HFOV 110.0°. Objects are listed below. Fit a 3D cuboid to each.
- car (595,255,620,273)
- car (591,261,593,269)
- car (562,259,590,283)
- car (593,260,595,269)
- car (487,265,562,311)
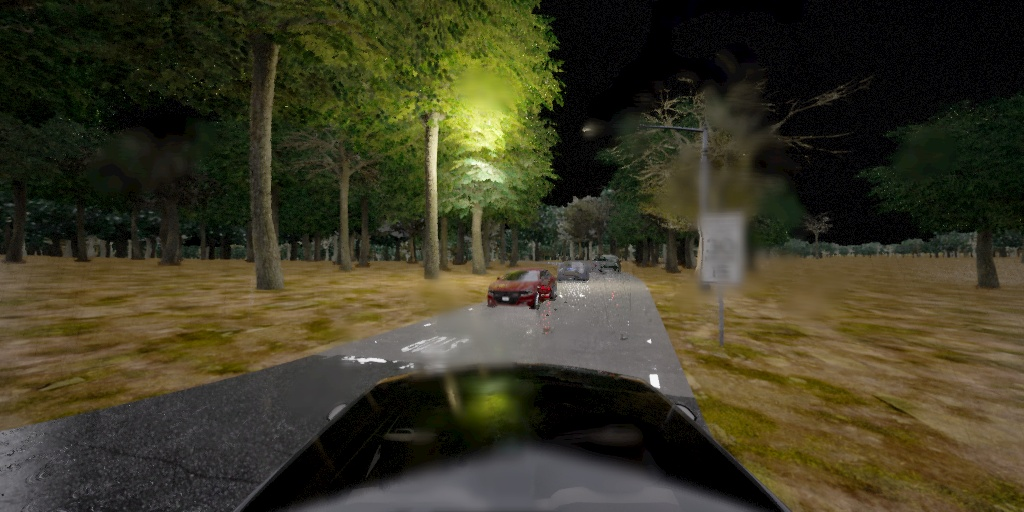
[{"bbox_3d":[11.371,0.942,42.291,2.150,2.045,5.566,0,0,11],"label":"car"},{"bbox_3d":[8.696,1.318,44.415,1.895,1.301,4.718,0,0,10],"label":"car"},{"bbox_3d":[4.939,1.115,28.685,2.097,1.767,4.553,0,0,16],"label":"car"},{"bbox_3d":[12.778,1.181,52.698,1.812,1.442,4.674,-1,1,6],"label":"car"},{"bbox_3d":[0.560,1.240,15.018,1.882,1.535,5.008,0,0,19],"label":"car"}]
